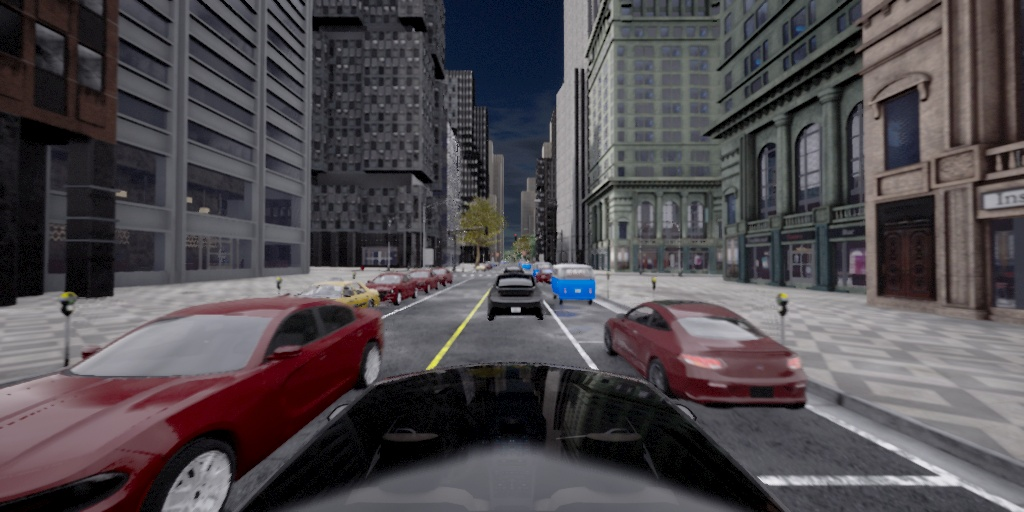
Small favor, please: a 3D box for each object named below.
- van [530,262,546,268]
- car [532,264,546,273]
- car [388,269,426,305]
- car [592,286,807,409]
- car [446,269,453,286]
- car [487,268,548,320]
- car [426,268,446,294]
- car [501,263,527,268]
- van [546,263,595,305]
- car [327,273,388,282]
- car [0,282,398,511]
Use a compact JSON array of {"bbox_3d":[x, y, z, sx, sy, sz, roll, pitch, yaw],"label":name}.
[{"bbox_3d":[2.839,1.488,33.670,1.690,1.789,3.998,0,0,0],"label":"van"},{"bbox_3d":[2.827,1.623,28.145,1.888,1.381,4.507,0,0,0],"label":"car"},{"bbox_3d":[-5.748,1.485,17.131,1.888,1.381,4.507,0,0,0],"label":"car"},{"bbox_3d":[2.778,1.386,6.047,1.802,1.307,4.207,0,0,0],"label":"car"},{"bbox_3d":[-5.728,1.622,28.181,1.888,1.381,4.507,0,0,0],"label":"car"},{"bbox_3d":[0.122,1.401,13.379,1.837,1.490,4.892,0,0,0],"label":"car"},{"bbox_3d":[-5.738,1.553,22.656,1.888,1.381,4.507,0,0,0],"label":"car"},{"bbox_3d":[0.163,1.619,33.233,1.882,1.535,5.008,0,-1,0],"label":"car"},{"bbox_3d":[2.803,1.281,17.097,1.690,1.789,3.998,0,0,0],"label":"van"},{"bbox_3d":[-5.759,1.397,11.436,1.751,1.417,4.829,0,0,0],"label":"car"},{"bbox_3d":[-3.086,1.257,4.094,1.882,1.535,5.008,0,-1,0],"label":"car"}]
